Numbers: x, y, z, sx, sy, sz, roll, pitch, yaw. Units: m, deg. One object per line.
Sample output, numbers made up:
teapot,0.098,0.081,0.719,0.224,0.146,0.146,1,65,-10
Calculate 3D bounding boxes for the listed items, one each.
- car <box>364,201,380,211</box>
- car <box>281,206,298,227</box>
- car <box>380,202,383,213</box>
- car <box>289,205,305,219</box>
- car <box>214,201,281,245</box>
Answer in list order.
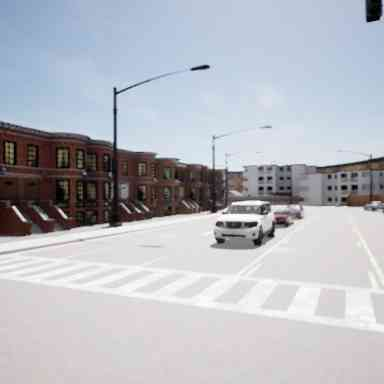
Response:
car,28.048,2.158,50.874,1.812,1.442,4.674,-1,-1,7
car,6.962,2.007,26.460,1.895,1.301,4.718,-1,-1,24
car,25.273,2.059,41.580,1.994,1.385,4.181,-1,-1,21
car,10.889,2.071,35.239,2.033,1.411,5.357,-1,-1,24
car,2.980,1.509,17.547,2.150,2.045,5.566,-1,-1,24
